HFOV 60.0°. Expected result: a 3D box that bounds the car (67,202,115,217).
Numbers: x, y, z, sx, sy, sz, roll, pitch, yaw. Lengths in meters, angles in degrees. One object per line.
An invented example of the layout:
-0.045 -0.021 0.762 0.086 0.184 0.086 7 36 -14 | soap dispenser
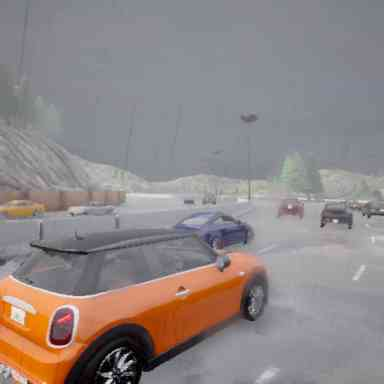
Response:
-9.373 1.602 31.247 1.895 1.301 4.718 0 0 24 | car

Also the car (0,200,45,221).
-14.879 1.482 28.069 1.882 1.535 5.008 0 0 28 | car

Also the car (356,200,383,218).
16.159 1.535 29.249 2.033 1.411 5.357 0 0 19 | car

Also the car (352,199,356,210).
18.756 1.549 39.589 1.994 1.385 4.181 0 0 11 | car

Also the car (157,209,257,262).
0.828 1.524 13.192 1.812 1.442 4.674 0 0 34 | car

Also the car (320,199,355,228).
9.708 1.497 22.358 1.837 1.490 4.892 0 0 24 | car

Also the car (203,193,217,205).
3.021 1.217 57.911 2.150 2.045 5.566 0 0 -1 | car

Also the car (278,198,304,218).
9.040 1.344 30.230 2.097 1.767 4.553 0 0 19 | car

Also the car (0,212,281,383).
-0.568 1.352 5.272 2.097 1.767 4.553 0 0 38 | car

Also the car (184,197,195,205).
-0.482 1.594 57.640 1.895 1.301 4.718 0 0 -1 | car
